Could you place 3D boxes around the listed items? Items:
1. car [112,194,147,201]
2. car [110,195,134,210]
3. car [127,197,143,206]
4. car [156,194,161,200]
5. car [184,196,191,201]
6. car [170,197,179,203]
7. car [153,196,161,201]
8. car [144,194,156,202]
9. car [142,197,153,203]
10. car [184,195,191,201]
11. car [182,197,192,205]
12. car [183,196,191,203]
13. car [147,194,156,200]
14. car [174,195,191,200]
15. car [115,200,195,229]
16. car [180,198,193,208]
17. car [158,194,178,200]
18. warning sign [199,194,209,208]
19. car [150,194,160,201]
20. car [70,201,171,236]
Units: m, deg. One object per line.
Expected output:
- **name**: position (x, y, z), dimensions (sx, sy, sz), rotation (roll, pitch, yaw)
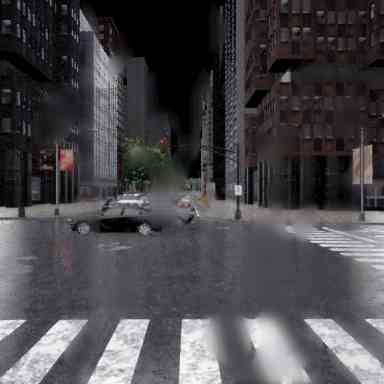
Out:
- **car**: position (-6.545, 1.223, 35.566), dimensions (2.150, 2.045, 5.566), rotation (0, 0, -1)
- **car**: position (-9.292, 1.335, 44.354), dimensions (2.192, 1.841, 5.009), rotation (0, 0, -1)
- **car**: position (-9.391, 1.570, 55.035), dimensions (1.752, 1.417, 4.829), rotation (0, 0, -1)
- **car**: position (-6.717, 1.398, 55.792), dimensions (2.097, 1.767, 4.553), rotation (0, 0, 0)
- **car**: position (-1.222, 1.696, 93.252), dimensions (1.887, 1.381, 4.507), rotation (0, 0, -1)
- **car**: position (-3.742, 1.684, 71.669), dimensions (1.895, 1.301, 4.718), rotation (0, 0, -1)
- **car**: position (-9.745, 1.695, 93.185), dimensions (1.887, 1.381, 4.507), rotation (0, 0, -1)
- **car**: position (-9.595, 1.417, 76.909), dimensions (2.192, 1.841, 5.009), rotation (0, 0, -1)
- **car**: position (-9.544, 1.669, 71.482), dimensions (1.802, 1.307, 4.206), rotation (0, 0, -1)
- **car**: position (-1.171, 1.574, 87.827), dimensions (1.967, 1.590, 4.097), rotation (0, 0, -1)
- **car**: position (-0.918, 1.603, 60.703), dimensions (1.887, 1.381, 4.507), rotation (0, 0, -1)
- **car**: position (-1.020, 1.612, 71.723), dimensions (1.752, 1.417, 4.829), rotation (0, 0, -1)
- **car**: position (-6.634, 1.375, 45.591), dimensions (2.097, 1.767, 4.553), rotation (0, 0, 0)
- **car**: position (-0.717, 1.448, 39.004), dimensions (1.967, 1.590, 4.097), rotation (0, 0, -1)
- **car**: position (-2.238, 1.481, 20.856), dimensions (4.902, 1.511, 2.128), rotation (1, 0, 0)
- **car**: position (-0.817, 1.614, 49.853), dimensions (1.802, 1.307, 4.206), rotation (0, 0, -1)
- **car**: position (-3.490, 1.526, 50.804), dimensions (2.128, 1.511, 4.902), rotation (0, 0, 0)
- **warning sign**: position (1.560, 1.132, 42.696), dimensions (1.300, 1.860, 1.060), rotation (0, 0, -1)
- **car**: position (-9.696, 1.449, 87.760), dimensions (2.192, 1.841, 5.009), rotation (0, 0, -1)
- **car**: position (-3.809, 1.448, 17.594), dimensions (5.008, 1.535, 1.882), rotation (1, 0, 0)
